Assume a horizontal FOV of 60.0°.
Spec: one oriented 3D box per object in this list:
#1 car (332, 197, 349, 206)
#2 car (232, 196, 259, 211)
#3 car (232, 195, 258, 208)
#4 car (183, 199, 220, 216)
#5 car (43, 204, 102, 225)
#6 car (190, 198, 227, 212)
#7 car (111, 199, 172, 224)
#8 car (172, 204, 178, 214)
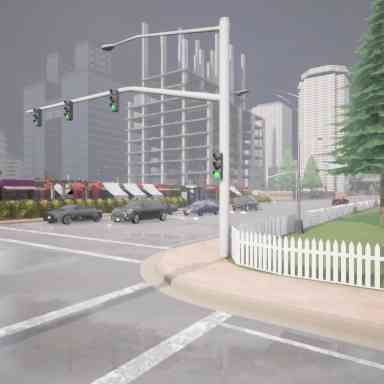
[{"bbox_3d":[24.017,1.478,53.697,1.882,1.535,5.008,0,0,34],"label":"car"},{"bbox_3d":[6.623,1.505,40.790,1.837,1.490,4.892,0,0,34],"label":"car"},{"bbox_3d":[7.846,1.352,48.796,2.097,1.767,4.553,0,0,34],"label":"car"},{"bbox_3d":[0.994,1.526,32.459,1.812,1.442,4.674,0,0,34],"label":"car"},{"bbox_3d":[-8.663,1.564,24.438,1.994,1.385,4.181,0,0,34],"label":"car"},{"bbox_3d":[2.150,1.547,40.438,2.033,1.411,5.357,0,0,34],"label":"car"},{"bbox_3d":[-3.951,1.352,25.160,2.097,1.767,4.553,0,0,34],"label":"car"},{"bbox_3d":[-3.488,1.547,32.098,2.033,1.411,5.357,0,0,34],"label":"car"}]
